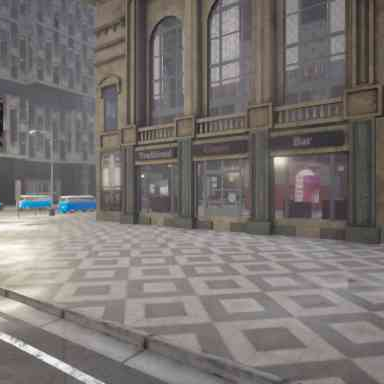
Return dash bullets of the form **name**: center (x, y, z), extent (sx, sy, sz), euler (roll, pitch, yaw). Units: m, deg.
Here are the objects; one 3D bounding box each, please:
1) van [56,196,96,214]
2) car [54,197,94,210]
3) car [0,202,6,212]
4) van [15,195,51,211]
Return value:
- **van**: center (-11.619, 1.282, 34.150), extent (1.690, 1.788, 3.998), euler (0, 0, 36)
- **car**: center (-15.375, 1.466, 43.544), extent (1.752, 1.417, 4.829), euler (0, 0, 36)
- **car**: center (-21.822, 1.513, 34.550), extent (2.008, 1.369, 4.403), euler (0, 0, 36)
- **van**: center (-18.549, 1.292, 39.116), extent (1.690, 1.788, 3.998), euler (0, 0, 36)
